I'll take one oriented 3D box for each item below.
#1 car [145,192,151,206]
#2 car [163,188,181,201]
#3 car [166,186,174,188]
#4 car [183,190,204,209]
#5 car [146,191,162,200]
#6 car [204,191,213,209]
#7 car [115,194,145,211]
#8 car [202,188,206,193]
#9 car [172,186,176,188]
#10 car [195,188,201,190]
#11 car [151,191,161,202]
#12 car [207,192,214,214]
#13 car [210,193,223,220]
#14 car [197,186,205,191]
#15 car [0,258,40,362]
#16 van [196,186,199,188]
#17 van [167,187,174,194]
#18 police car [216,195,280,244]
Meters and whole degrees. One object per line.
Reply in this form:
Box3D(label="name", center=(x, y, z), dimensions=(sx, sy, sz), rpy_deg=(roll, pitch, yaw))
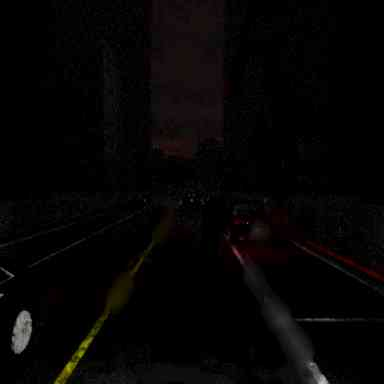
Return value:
Box3D(label="car", center=(-5.822, 0.884, 35.698), dimensions=(1.802, 1.307, 4.206), rpy_deg=(-1, 1, 0))
Box3D(label="car", center=(-3.092, 0.570, 49.216), dimensions=(2.033, 1.411, 5.357), rpy_deg=(0, 1, 0))
Box3D(label="car", center=(-5.881, -0.034, 78.794), dimensions=(1.802, 1.307, 4.206), rpy_deg=(-1, 1, 0))
Box3D(label="car", center=(-0.015, 0.831, 37.309), dimensions=(1.994, 1.385, 4.181), rpy_deg=(0, 1, 0))
Box3D(label="car", center=(-5.845, 0.534, 51.830), dimensions=(1.947, 1.339, 4.313), rpy_deg=(-1, 1, 0))
Box3D(label="car", center=(2.702, 0.838, 36.234), dimensions=(2.008, 1.369, 4.403), rpy_deg=(-1, 1, 0))
Box3D(label="car", center=(-5.816, 0.954, 30.322), dimensions=(1.887, 1.381, 4.507), rpy_deg=(-1, 1, 0))
Box3D(label="car", center=(2.687, 0.596, 46.807), dimensions=(1.752, 1.417, 4.829), rpy_deg=(-1, 1, 0))
Box3D(label="car", center=(-5.892, -0.428, 84.467), dimensions=(2.192, 1.841, 5.009), rpy_deg=(-1, 1, 0))
Box3D(label="car", center=(-0.059, 0.557, 47.772), dimensions=(1.837, 1.490, 4.892), rpy_deg=(0, 2, 0))
Box3D(label="car", center=(-5.837, 0.632, 46.451), dimensions=(2.008, 1.369, 4.403), rpy_deg=(-1, 1, 0))
Box3D(label="car", center=(2.709, 0.958, 31.033), dimensions=(1.947, 1.339, 4.313), rpy_deg=(-1, 1, 0))
Box3D(label="car", center=(2.717, 1.062, 25.831), dimensions=(1.947, 1.339, 4.313), rpy_deg=(-1, 1, 0))
Box3D(label="car", center=(2.643, -0.098, 78.983), dimensions=(1.752, 1.417, 4.829), rpy_deg=(-1, 1, 0))
Box3D(label="car", center=(-3.103, 1.449, 2.931), dimensions=(1.837, 1.490, 4.892), rpy_deg=(0, 1, 0))
Box3D(label="van", center=(2.633, -0.406, 84.488), dimensions=(1.690, 1.788, 3.998), rpy_deg=(-1, 1, 0))
Box3D(label="van", center=(-5.900, -0.531, 90.146), dimensions=(1.690, 1.788, 3.998), rpy_deg=(-1, 1, 0))
Box3D(label="police car", center=(2.346, 1.143, 14.448), dimensions=(1.930, 1.638, 5.238), rpy_deg=(0, 1, 0))
